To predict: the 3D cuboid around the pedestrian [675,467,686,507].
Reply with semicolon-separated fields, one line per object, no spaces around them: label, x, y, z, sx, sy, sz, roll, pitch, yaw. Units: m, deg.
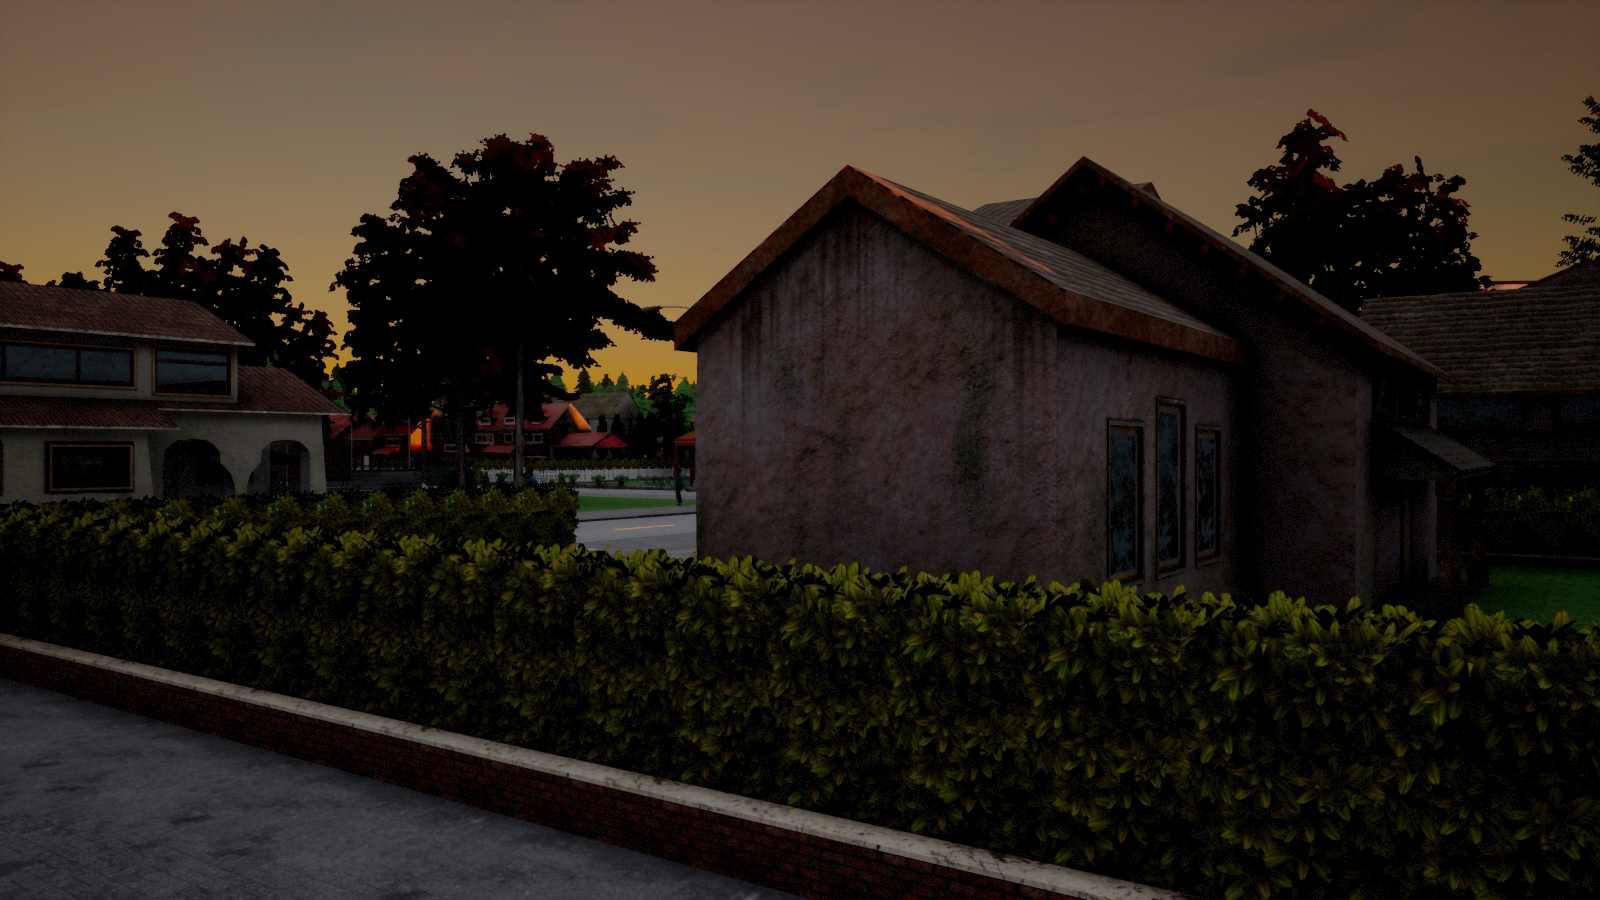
pedestrian;-5.587;1.733;53.454;0.375;1.860;0.375;0;0;31
